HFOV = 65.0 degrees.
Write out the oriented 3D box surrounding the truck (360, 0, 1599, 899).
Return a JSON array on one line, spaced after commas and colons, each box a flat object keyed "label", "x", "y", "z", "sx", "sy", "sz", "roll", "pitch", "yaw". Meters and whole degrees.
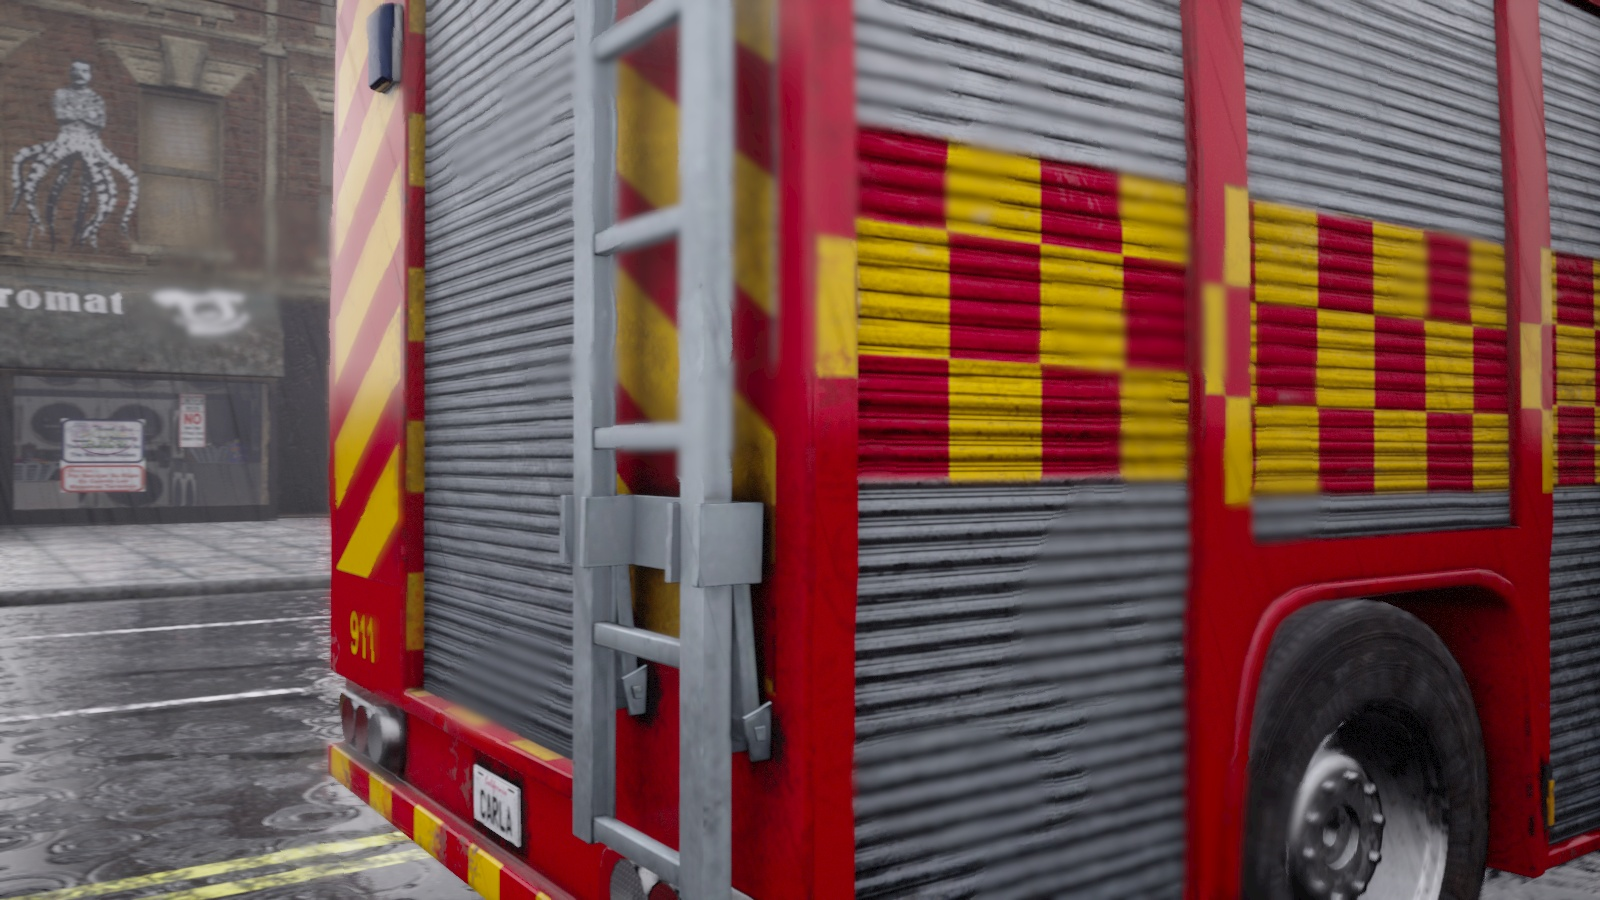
[{"label": "truck", "x": 2.773, "y": -0.412, "z": 5.593, "sx": 8.468, "sy": 3.827, "sz": 2.891, "roll": 0, "pitch": 0, "yaw": -35}]
